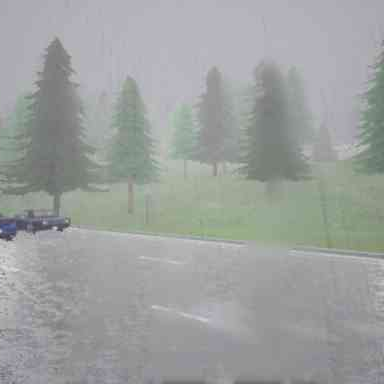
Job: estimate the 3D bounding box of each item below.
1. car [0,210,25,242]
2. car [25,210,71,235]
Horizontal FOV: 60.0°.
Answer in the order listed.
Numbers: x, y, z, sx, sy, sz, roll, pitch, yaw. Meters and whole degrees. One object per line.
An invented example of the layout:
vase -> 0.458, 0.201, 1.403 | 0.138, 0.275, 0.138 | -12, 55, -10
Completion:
car -> -10.196, 1.527, 15.601 | 5.008, 1.535, 1.882 | 0, 0, 36
car -> -9.158, 1.656, 19.163 | 4.718, 1.301, 1.895 | 0, 0, 36
